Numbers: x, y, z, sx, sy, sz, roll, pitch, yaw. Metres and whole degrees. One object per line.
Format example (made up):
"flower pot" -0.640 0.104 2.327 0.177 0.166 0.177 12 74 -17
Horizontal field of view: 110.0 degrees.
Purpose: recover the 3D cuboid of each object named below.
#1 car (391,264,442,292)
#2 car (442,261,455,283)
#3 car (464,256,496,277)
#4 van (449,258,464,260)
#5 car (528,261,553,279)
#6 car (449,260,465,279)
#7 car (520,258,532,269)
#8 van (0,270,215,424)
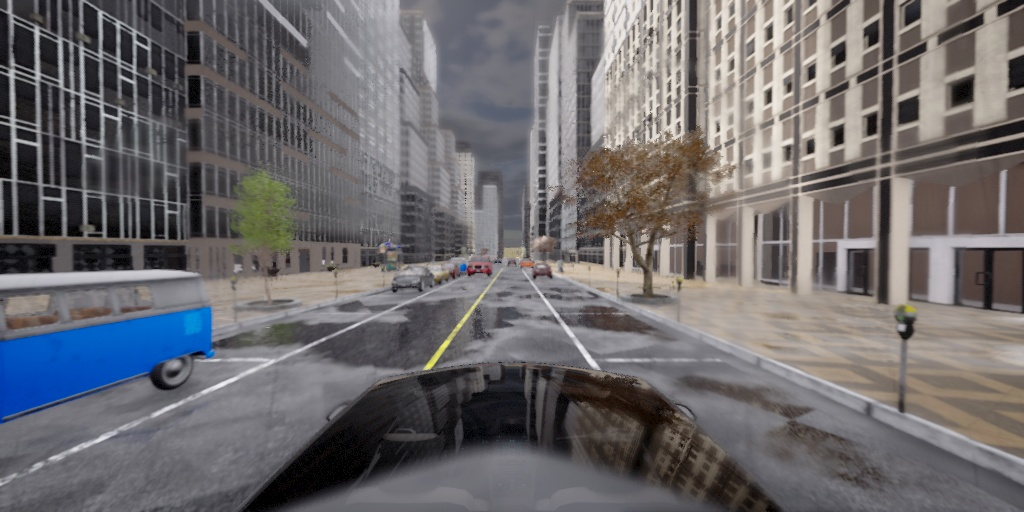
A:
"car" -5.690 1.300 21.046 2.007 1.370 4.403 0 0 0
"car" -5.690 1.276 26.501 1.751 1.417 4.829 0 0 0
"car" -3.090 0.976 35.551 2.150 2.045 5.566 0 0 0
"van" -5.690 1.098 37.920 1.690 1.789 3.998 0 0 0
"car" 2.691 1.335 32.297 1.802 1.307 4.207 0 0 0
"car" -5.690 1.299 32.296 1.888 1.381 4.507 0 0 0
"car" 2.386 1.125 58.142 2.097 1.767 4.553 0 0 0
"van" -5.689 1.090 4.171 1.690 1.789 3.998 0 0 0
